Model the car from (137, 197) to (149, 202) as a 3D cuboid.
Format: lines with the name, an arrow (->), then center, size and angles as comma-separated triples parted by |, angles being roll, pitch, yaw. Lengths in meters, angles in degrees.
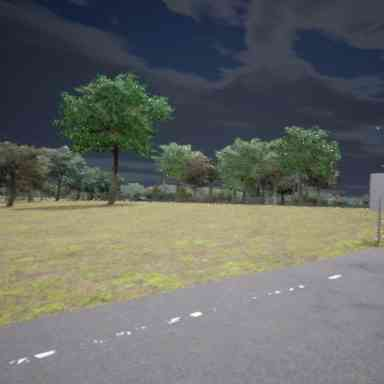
car -> -13.872, 2.050, 93.968 | 1.882, 1.535, 5.008 | 3, -3, -30
